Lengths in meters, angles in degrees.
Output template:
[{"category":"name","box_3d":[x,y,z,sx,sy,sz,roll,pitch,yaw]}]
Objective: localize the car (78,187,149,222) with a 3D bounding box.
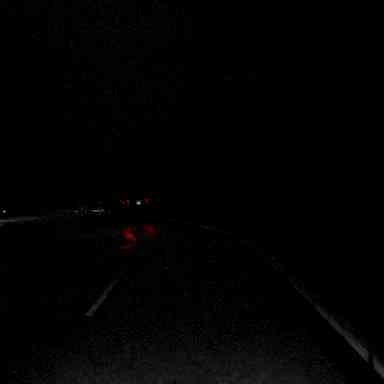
[{"category":"car","box_3d":[-5.055,0.677,21.059,5.566,2.045,2.150,1,1,43]}]

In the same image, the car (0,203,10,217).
[{"category":"car","box_3d":[-14.056,0.929,21.094,4.674,1.442,1.812,0,1,5]}]
